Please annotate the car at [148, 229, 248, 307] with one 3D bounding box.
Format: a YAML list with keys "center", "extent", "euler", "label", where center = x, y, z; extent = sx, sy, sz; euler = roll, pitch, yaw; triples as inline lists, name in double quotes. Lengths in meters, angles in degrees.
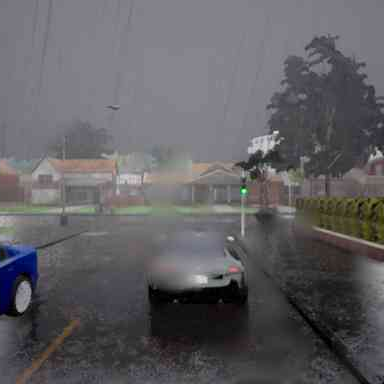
- center: [0.122, 1.587, 8.120]
  extent: [1.994, 1.385, 4.181]
  euler: [0, 0, 0]
  label: "car"

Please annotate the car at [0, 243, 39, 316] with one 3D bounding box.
- center: [-4.045, 1.492, 4.683]
  extent: [1.882, 1.535, 5.008]
  euler: [0, 1, 1]
  label: "car"
